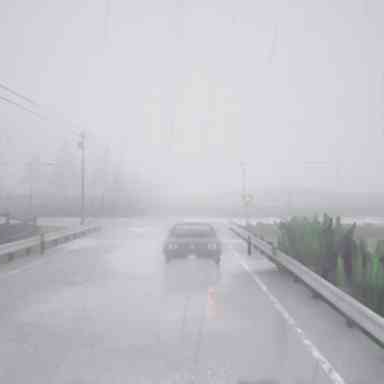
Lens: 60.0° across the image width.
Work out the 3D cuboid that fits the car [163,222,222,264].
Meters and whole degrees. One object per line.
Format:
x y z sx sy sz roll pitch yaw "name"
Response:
0.031 1.785 12.521 1.895 1.301 4.718 0 -1 0 "car"
